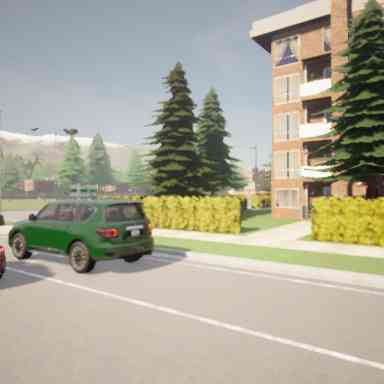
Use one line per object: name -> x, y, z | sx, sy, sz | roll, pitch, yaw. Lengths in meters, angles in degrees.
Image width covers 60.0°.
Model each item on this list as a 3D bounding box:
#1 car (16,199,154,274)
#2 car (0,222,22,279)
car -> -3.764, 1.249, 10.933 | 5.566, 2.045, 2.150 | 0, 0, 36
car -> -6.573, 1.555, 8.645 | 4.674, 1.442, 1.812 | 0, 0, 36
